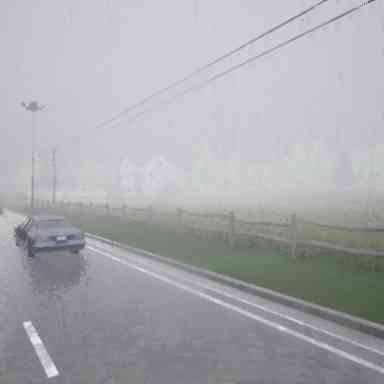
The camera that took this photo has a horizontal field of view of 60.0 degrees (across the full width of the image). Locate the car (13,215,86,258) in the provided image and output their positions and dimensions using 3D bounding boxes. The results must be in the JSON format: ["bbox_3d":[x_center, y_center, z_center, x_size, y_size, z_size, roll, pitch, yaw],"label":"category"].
[{"bbox_3d":[-5.854,1.633,13.358,2.033,1.411,5.357,0,-1,-35],"label":"car"}]

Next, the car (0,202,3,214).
[{"bbox_3d":[-23.111,1.577,38.234,2.097,1.767,4.553,0,0,-35],"label":"car"}]
